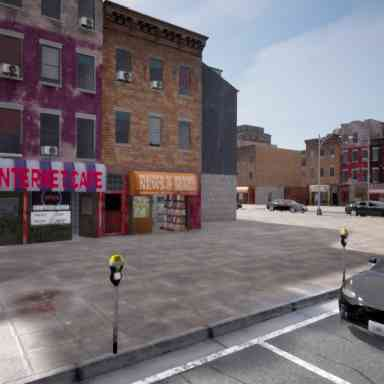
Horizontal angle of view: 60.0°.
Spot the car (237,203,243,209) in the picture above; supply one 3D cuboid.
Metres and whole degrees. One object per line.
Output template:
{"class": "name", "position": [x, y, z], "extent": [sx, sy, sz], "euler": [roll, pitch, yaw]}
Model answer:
{"class": "car", "position": [4.420, 1.626, 45.162], "extent": [2.033, 1.411, 5.357], "euler": [1, 0, -36]}

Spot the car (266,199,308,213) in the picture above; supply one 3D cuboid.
{"class": "car", "position": [10.412, 1.549, 36.712], "extent": [2.128, 1.511, 4.902], "euler": [1, 0, -35]}

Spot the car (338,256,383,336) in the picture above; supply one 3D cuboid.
{"class": "car", "position": [4.435, 1.567, 5.954], "extent": [4.313, 1.339, 1.947], "euler": [0, 0, -35]}

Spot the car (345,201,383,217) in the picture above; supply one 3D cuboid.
{"class": "car", "position": [15.889, 1.542, 28.976], "extent": [1.837, 1.490, 4.892], "euler": [1, 0, -35]}
